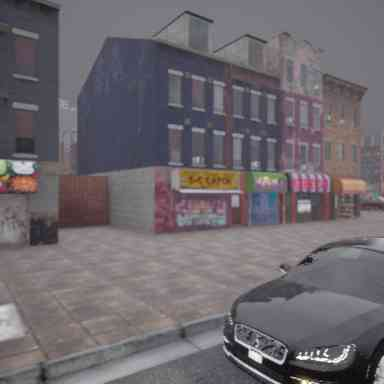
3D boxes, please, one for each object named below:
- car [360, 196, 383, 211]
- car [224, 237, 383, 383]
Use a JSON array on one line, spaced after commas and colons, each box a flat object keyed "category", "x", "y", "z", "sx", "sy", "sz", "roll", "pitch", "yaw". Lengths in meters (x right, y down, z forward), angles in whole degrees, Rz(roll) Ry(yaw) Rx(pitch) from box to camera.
[{"category": "car", "x": 22.017, "y": 1.420, "z": 39.920, "sx": 2.192, "sy": 1.841, "sz": 5.009, "roll": 0, "pitch": 0, "yaw": -36}, {"category": "car", "x": 2.653, "y": 1.509, "z": 4.965, "sx": 4.892, "sy": 1.490, "sz": 1.837, "roll": 0, "pitch": 0, "yaw": -35}]
